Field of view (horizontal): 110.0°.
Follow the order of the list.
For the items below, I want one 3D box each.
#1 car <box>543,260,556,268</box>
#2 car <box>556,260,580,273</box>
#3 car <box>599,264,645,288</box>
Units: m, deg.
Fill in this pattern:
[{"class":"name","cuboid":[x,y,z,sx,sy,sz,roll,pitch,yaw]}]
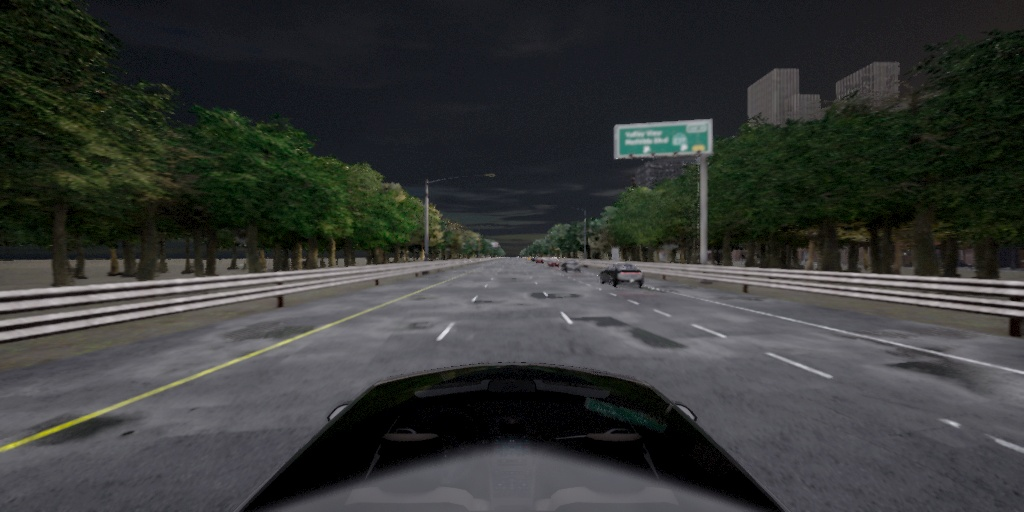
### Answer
[{"class":"car","cuboid":[7.038,1.349,62.275,1.895,1.301,4.718,0,0,0]},{"class":"car","cuboid":[7.025,1.241,43.321,2.128,1.511,4.902,0,0,0]},{"class":"car","cuboid":[7.012,1.242,23.370,2.128,1.511,4.902,0,0,0]}]
